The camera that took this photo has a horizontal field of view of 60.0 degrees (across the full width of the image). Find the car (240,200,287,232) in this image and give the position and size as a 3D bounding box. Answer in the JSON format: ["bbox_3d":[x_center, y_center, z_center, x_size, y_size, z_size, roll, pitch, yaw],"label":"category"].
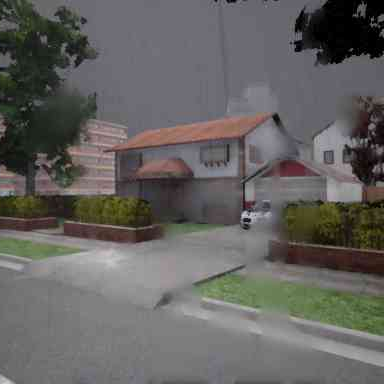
[{"bbox_3d":[4.085,1.168,17.390,1.970,1.475,3.806,0,0,36],"label":"car"}]
